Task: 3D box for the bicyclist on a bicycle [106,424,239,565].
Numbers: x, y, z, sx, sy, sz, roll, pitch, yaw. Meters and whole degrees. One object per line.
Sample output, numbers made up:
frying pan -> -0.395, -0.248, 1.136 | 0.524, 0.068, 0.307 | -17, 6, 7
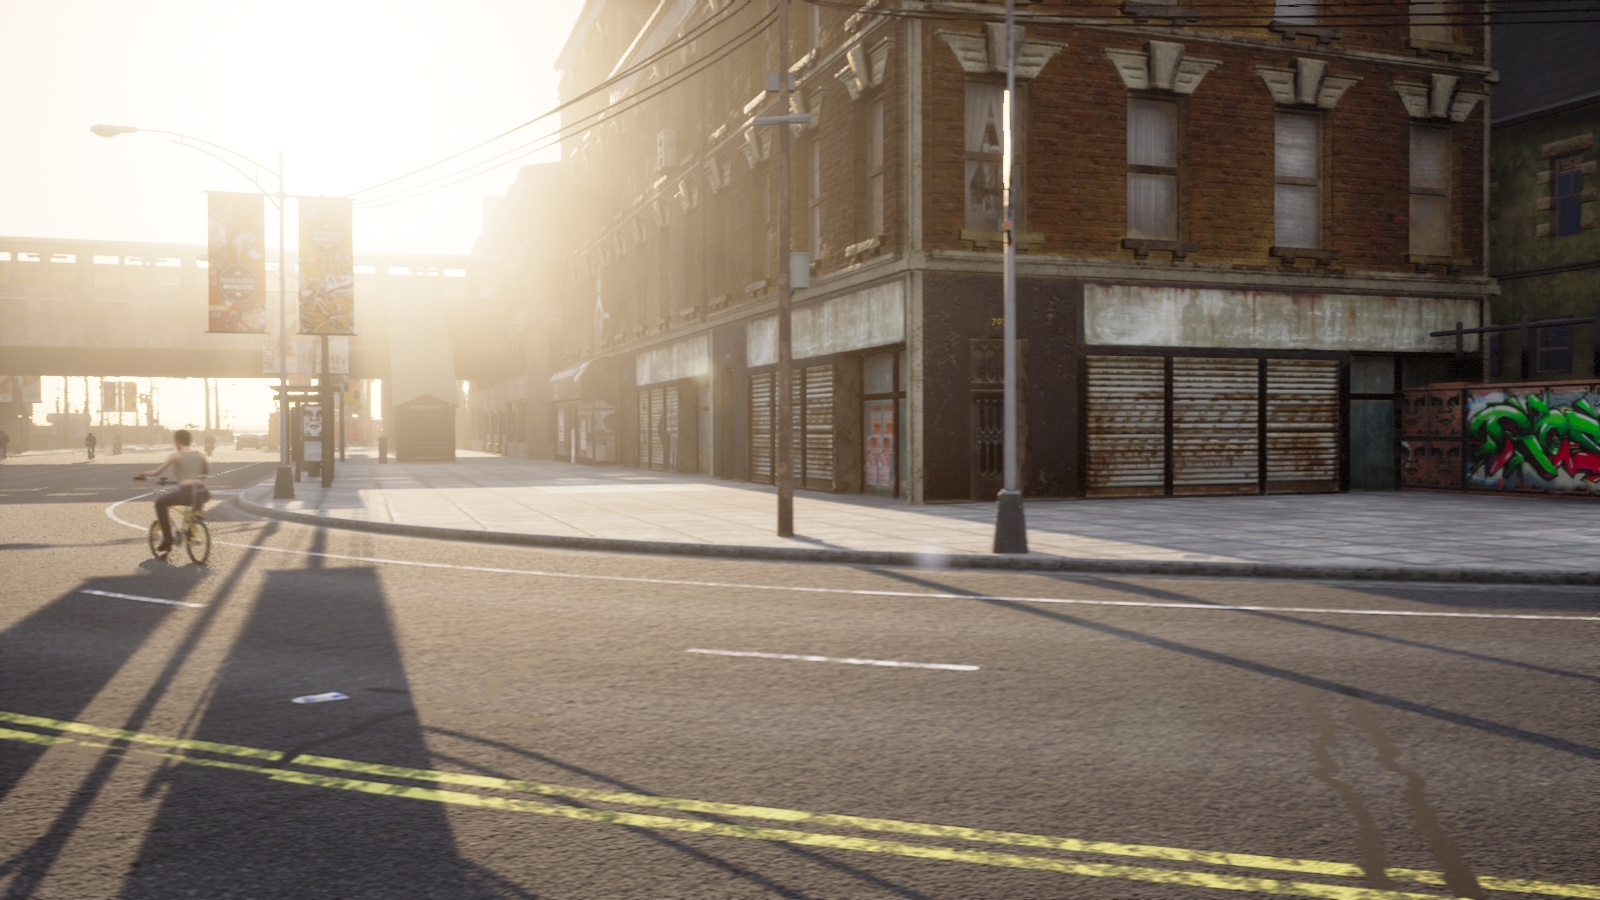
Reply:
bicyclist on a bicycle -> -7.600, 0.500, 15.198 | 1.509, 1.612, 0.866 | 1, 1, 38
